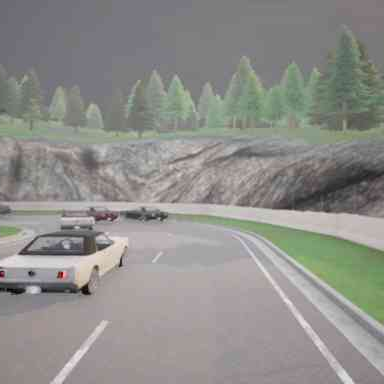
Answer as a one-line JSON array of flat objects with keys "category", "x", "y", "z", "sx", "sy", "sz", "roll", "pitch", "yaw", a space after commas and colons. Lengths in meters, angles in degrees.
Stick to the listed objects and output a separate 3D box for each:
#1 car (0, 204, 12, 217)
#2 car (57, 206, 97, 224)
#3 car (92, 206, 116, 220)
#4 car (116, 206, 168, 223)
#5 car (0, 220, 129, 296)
[{"category": "car", "x": -20.203, "y": 1.724, "z": 32.147, "sx": 4.902, "sy": 1.511, "sz": 2.128, "roll": 0, "pitch": -1, "yaw": -12}, {"category": "car", "x": -7.466, "y": 1.776, "z": 21.165, "sx": 1.895, "sy": 1.301, "sz": 4.718, "roll": 1, "pitch": -1, "yaw": -22}, {"category": "car", "x": -8.299, "y": 1.832, "z": 27.341, "sx": 4.718, "sy": 1.301, "sz": 1.895, "roll": 0, "pitch": -1, "yaw": 36}, {"category": "car", "x": -4.185, "y": 1.856, "z": 28.240, "sx": 1.895, "sy": 1.301, "sz": 4.718, "roll": 1, "pitch": -1, "yaw": -44}, {"category": "car", "x": -3.042, "y": 1.675, "z": 8.829, "sx": 1.895, "sy": 1.301, "sz": 4.718, "roll": 0, "pitch": -1, "yaw": 3}]
